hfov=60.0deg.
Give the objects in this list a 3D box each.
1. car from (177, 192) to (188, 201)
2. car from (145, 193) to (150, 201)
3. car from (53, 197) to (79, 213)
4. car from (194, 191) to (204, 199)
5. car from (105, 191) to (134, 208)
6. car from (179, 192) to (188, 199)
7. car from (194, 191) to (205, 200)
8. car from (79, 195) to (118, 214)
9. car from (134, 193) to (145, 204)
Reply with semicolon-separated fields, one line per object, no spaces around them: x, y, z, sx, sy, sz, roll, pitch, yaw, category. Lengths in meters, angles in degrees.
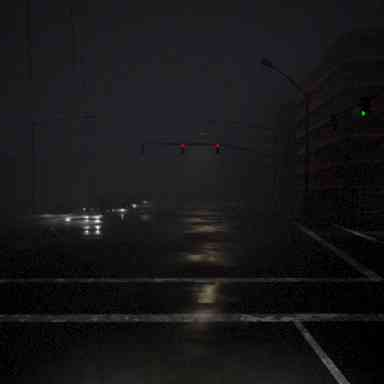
-1.936;0.917;65.146;2.033;1.411;5.357;0;1;1;car
-9.096;0.947;63.488;2.033;1.411;5.357;0;1;1;car
-13.009;1.346;35.333;1.882;1.535;5.008;0;1;1;car
1.601;0.555;75.805;2.097;1.767;4.553;0;1;1;car
-9.404;1.106;43.308;2.097;1.767;4.553;0;1;1;car
-1.899;0.741;75.797;2.033;1.411;5.357;0;1;1;car
1.571;0.855;65.415;2.128;1.511;4.902;0;1;1;car
-9.521;1.369;34.267;2.128;1.511;4.902;0;1;1;car
-9.282;1.132;52.953;2.033;1.411;5.357;0;1;1;car
